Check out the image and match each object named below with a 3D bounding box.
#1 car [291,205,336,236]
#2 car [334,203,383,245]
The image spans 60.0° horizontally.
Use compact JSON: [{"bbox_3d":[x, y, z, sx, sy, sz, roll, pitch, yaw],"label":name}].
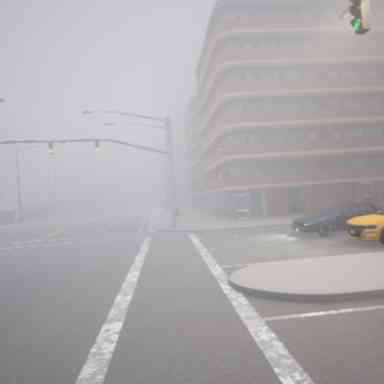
[{"bbox_3d":[7.721,1.273,16.445,5.357,1.411,2.033,-4,-1,-6],"label":"car"},{"bbox_3d":[8.606,1.099,13.021,5.008,1.535,1.882,-4,-1,-6],"label":"car"}]
